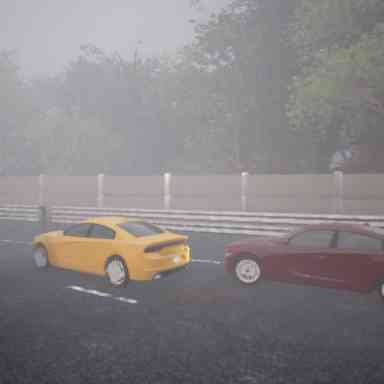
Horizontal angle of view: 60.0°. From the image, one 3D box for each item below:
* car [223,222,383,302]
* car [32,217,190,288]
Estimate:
[{"bbox_3d":[3.138,1.447,7.779,5.008,1.535,1.882,0,0,31],"label":"car"},{"bbox_3d":[-2.403,1.428,9.199,5.008,1.535,1.882,0,0,34],"label":"car"}]
